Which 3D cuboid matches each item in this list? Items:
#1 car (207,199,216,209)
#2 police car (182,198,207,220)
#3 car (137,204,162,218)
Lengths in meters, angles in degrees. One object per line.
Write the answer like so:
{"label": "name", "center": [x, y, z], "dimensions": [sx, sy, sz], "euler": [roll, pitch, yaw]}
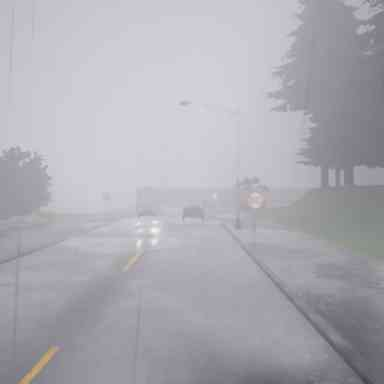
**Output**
{"label": "car", "center": [1.765, 1.671, 47.499], "dimensions": [1.882, 1.535, 5.008], "euler": [-2, -1, 28]}
{"label": "police car", "center": [0.108, 1.547, 30.142], "dimensions": [1.930, 1.638, 5.238], "euler": [0, 0, 0]}
{"label": "car", "center": [-3.992, 1.785, 31.680], "dimensions": [1.895, 1.301, 4.718], "euler": [0, 0, 0]}
